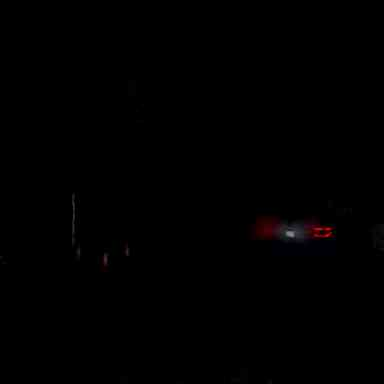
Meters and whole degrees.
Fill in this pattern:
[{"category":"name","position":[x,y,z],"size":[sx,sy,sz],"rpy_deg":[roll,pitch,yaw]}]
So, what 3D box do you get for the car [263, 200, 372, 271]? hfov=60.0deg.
[{"category":"car","position":[4.454,1.269,11.424],"size":[2.150,2.045,5.566],"rpy_deg":[-1,-1,39]}]
